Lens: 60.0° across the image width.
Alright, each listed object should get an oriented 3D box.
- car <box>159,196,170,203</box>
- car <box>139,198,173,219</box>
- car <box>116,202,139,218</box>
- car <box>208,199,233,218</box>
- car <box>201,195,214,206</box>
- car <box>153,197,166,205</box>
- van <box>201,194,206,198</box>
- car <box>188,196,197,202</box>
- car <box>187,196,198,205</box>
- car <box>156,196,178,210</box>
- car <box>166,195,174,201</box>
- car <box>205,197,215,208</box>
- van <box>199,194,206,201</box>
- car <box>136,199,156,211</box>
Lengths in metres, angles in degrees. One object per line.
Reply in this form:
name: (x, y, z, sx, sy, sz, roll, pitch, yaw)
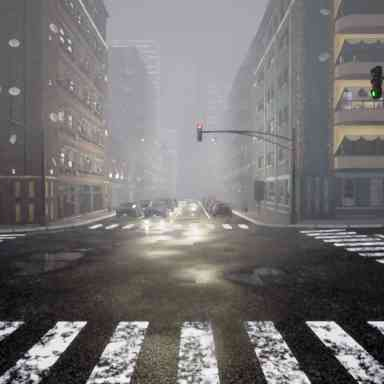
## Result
car: (-5.653, 1.605, 68.959, 1.802, 1.307, 4.206, 0, 0, 0)
car: (-3.082, 1.550, 29.800, 2.033, 1.411, 5.357, 0, 0, 0)
car: (-5.677, 1.568, 30.294, 1.947, 1.339, 4.313, 0, 0, 0)
car: (2.704, 1.584, 30.277, 1.802, 1.307, 4.206, 0, 0, 0)
car: (2.714, 1.554, 46.847, 1.887, 1.381, 4.507, 0, 0, 0)
car: (-5.660, 1.561, 57.912, 1.887, 1.381, 4.507, 0, 0, 0)
van: (2.716, 1.354, 52.370, 1.690, 1.788, 3.998, 0, 0, 0)
car: (0.045, 1.452, 69.770, 1.895, 1.301, 4.718, 0, 0, 0)
car: (0.038, 1.543, 59.734, 1.812, 1.442, 4.674, 0, 0, 0)
car: (-3.072, 1.511, 39.918, 1.837, 1.490, 4.892, 0, 0, 0)
car: (-5.643, 1.563, 85.359, 1.752, 1.417, 4.829, 0, 0, 0)
car: (2.707, 1.570, 35.800, 1.947, 1.339, 4.313, 0, 0, 0)
van: (2.736, 1.379, 85.512, 1.690, 1.788, 3.998, -1, 0, 0)
car: (-5.670, 1.573, 41.341, 1.947, 1.339, 4.313, 0, 0, 0)
